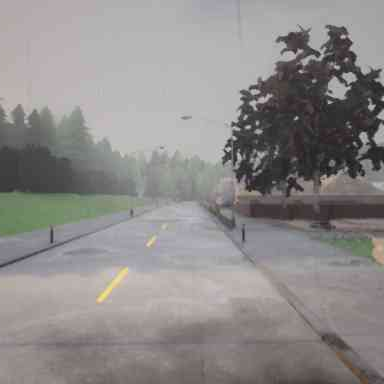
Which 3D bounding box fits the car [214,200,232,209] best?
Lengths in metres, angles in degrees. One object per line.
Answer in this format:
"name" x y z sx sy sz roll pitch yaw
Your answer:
"car" 6.037 2.225 59.628 5.357 1.415 2.033 0 -1 -40
